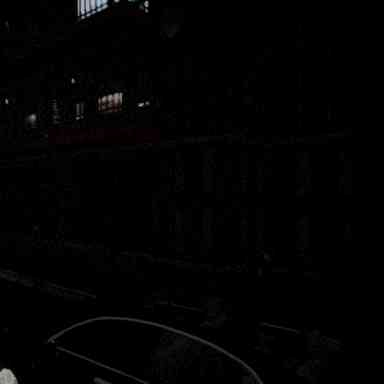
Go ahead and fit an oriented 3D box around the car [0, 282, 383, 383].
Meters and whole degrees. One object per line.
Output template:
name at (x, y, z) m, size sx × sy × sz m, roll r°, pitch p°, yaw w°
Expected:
car at (-0.148, 1.542, 2.984) m, size 4.403 × 1.369 × 2.008 m, roll 0°, pitch 0°, yaw 36°
